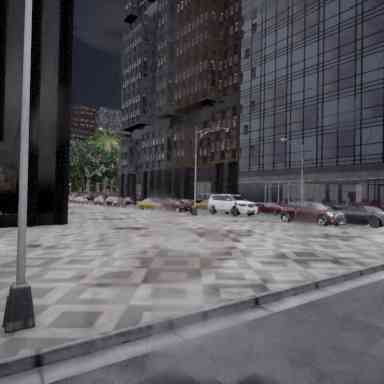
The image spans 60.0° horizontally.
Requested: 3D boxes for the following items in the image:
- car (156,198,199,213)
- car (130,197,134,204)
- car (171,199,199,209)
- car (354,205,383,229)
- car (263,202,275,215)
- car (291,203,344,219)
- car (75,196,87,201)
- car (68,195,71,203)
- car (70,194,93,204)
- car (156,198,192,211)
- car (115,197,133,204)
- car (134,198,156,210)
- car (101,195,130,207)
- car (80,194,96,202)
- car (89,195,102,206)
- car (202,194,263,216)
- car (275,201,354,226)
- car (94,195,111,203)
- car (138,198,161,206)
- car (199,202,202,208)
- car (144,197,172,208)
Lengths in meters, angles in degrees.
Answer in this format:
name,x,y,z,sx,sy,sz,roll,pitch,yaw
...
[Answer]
name,x,y,z,sx,sy,sz,roll,pitch,yaw
car,-1.622,1.482,35.207,1.887,1.381,4.507,2,-1,-36
car,-11.301,1.624,58.687,1.812,1.442,4.674,2,-1,-36
car,-1.057,1.718,49.086,2.008,1.369,4.403,2,-1,-36
car,11.119,1.549,21.274,1.994,1.385,4.181,2,-1,-28
car,8.504,1.740,35.687,1.802,1.307,4.206,2,-1,-36
car,11.692,1.720,31.222,1.947,1.339,4.313,2,-1,-36
car,-29.842,1.694,89.420,1.752,1.417,4.829,2,-1,-36
car,-23.935,1.386,66.477,1.967,1.590,4.097,2,-1,-36
car,-20.650,1.472,61.871,1.752,1.417,4.829,2,-1,-36
car,-2.252,1.502,40.694,2.128,1.511,4.902,2,-1,-35
car,-13.807,1.736,66.951,1.947,1.339,4.313,2,-1,-36
car,-4.711,1.466,39.535,1.752,1.417,4.829,2,-1,-36
car,-11.184,1.386,48.609,1.967,1.590,4.097,2,-1,-36
car,-26.551,1.484,84.818,2.192,1.841,5.009,2,-1,-36
car,-14.374,1.529,53.074,1.802,1.307,4.206,2,-1,-36
car,3.795,1.226,32.220,2.150,2.045,5.566,2,-1,-35
car,7.926,1.367,21.834,1.967,1.590,4.097,2,-1,-37
car,-20.354,1.513,75.487,2.097,1.767,4.553,2,-1,-36
car,-7.432,1.722,58.019,2.008,1.369,4.403,2,-1,-36
car,2.032,1.690,44.759,1.752,1.417,4.829,2,-1,-36
car,-5.223,1.589,50.243,2.128,1.511,4.902,2,-1,-35
